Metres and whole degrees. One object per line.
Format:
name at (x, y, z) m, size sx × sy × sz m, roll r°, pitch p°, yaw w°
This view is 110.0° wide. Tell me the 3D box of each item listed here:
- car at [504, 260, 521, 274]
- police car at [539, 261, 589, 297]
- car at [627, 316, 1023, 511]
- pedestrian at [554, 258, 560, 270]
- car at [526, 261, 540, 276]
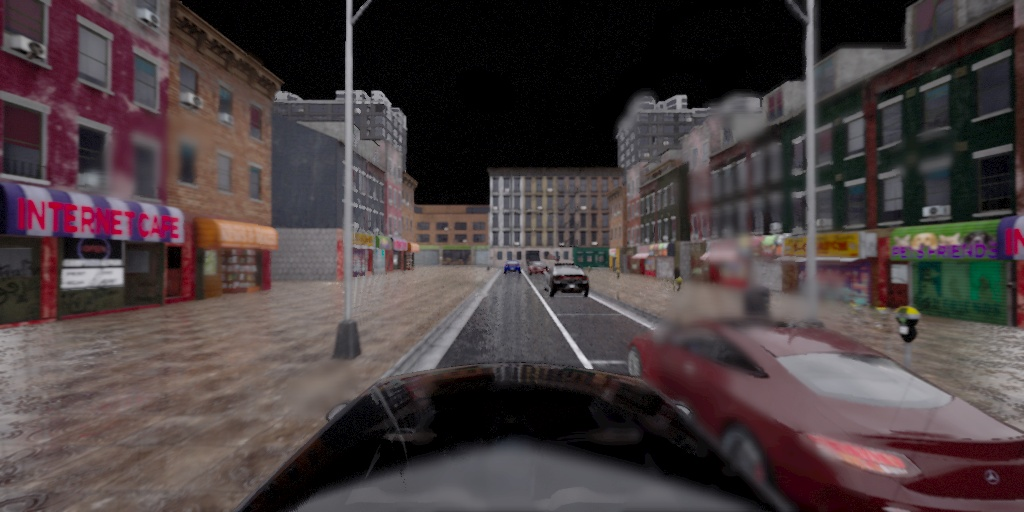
car at (0.071, 1.238, 41.844) m, size 1.882 × 1.535 × 5.008 m, roll 0°, pitch 0°, yaw 0°
police car at (2.755, 1.175, 19.062) m, size 1.930 × 1.638 × 5.238 m, roll 0°, pitch 0°, yaw 0°
car at (2.640, 1.331, 4.014) m, size 1.802 × 1.307 × 4.207 m, roll 0°, pitch 0°, yaw 0°
pedestrian at (2.755, 1.043, 22.078) m, size 0.375 × 1.860 × 0.375 m, roll 0°, pitch 0°, yaw 0°
car at (2.648, 1.197, 37.035) m, size 1.967 × 1.591 × 4.097 m, roll 0°, pitch 0°, yaw 0°
